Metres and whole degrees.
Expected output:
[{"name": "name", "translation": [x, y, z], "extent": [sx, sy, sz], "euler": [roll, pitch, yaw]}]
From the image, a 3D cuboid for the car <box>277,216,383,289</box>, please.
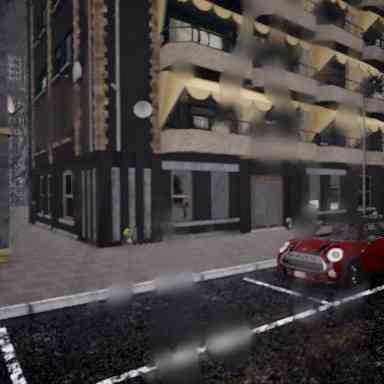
[{"name": "car", "translation": [4.198, 1.443, 9.108], "extent": [4.097, 1.590, 1.967], "euler": [0, -1, -36]}]
